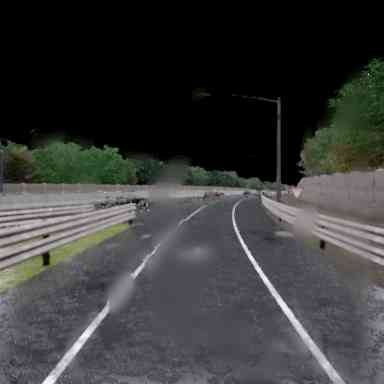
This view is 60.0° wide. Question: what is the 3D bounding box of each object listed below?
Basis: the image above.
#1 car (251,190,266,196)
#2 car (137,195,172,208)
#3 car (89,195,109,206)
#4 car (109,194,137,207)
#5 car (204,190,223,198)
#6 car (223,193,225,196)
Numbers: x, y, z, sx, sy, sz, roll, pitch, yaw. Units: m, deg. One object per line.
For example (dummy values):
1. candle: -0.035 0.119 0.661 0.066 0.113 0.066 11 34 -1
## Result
1. car: 18.526 0.330 92.201 2.033 1.411 5.357 0 0 23
2. car: -4.051 1.070 38.565 1.895 1.301 4.718 0 1 23
3. car: -10.501 1.061 41.281 1.895 1.301 4.718 0 1 23
4. car: -7.284 0.964 39.901 2.128 1.511 4.902 0 1 23
5. car: 4.023 0.303 66.796 2.097 1.767 4.553 -1 0 23
6. car: 6.653 0.448 82.036 1.895 1.301 4.718 0 0 23
